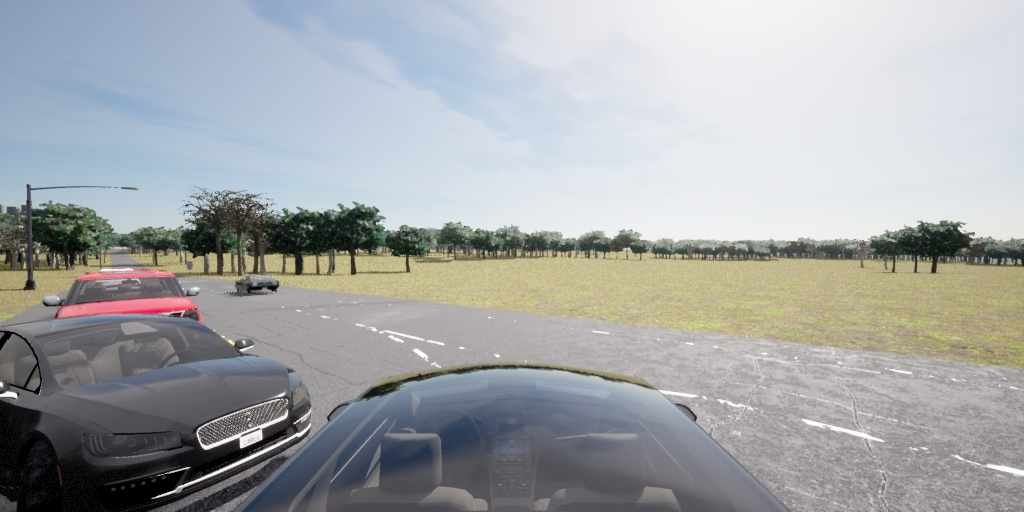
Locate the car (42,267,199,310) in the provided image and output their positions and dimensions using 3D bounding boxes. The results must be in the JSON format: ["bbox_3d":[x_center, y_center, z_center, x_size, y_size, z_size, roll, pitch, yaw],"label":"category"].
[{"bbox_3d":[-9.340,1.386,8.740,5.566,2.045,2.150,-2,0,42],"label":"car"}]

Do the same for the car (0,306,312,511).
[{"bbox_3d":[-4.502,1.445,4.019,4.892,1.490,1.837,-3,-3,22],"label":"car"}]

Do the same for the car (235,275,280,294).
[{"bbox_3d":[-19.244,2.064,26.963,4.718,1.301,1.895,-2,0,42],"label":"car"}]
